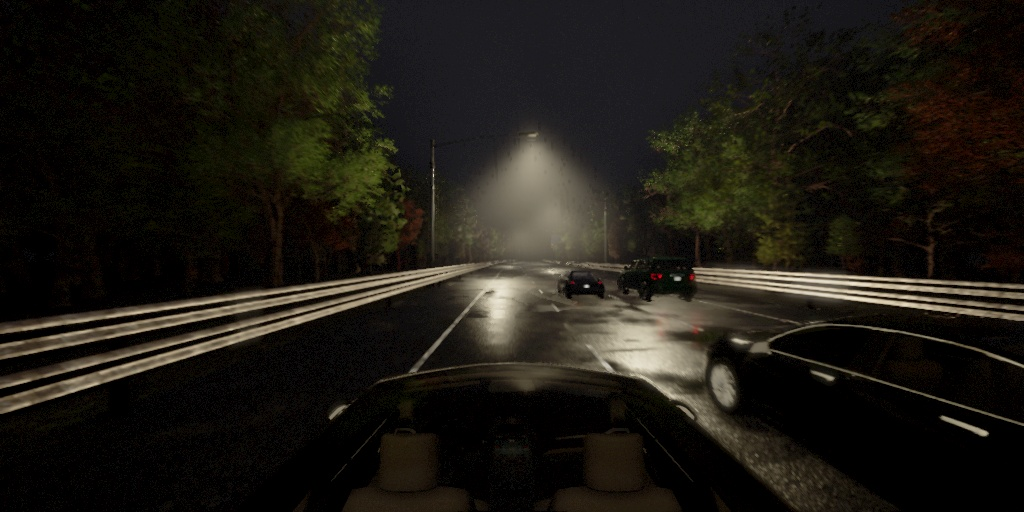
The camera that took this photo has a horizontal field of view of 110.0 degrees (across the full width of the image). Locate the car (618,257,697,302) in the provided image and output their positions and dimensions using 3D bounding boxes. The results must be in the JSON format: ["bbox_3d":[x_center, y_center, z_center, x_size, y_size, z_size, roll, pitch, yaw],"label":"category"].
[{"bbox_3d":[7.103,1.094,18.067,2.150,2.045,5.566,0,0,0],"label":"car"}]

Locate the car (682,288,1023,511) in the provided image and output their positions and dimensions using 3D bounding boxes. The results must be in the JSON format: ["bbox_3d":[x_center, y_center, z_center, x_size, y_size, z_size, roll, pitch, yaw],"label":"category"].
[{"bbox_3d":[3.600,1.265,3.116,1.837,1.490,4.892,0,0,0],"label":"car"}]

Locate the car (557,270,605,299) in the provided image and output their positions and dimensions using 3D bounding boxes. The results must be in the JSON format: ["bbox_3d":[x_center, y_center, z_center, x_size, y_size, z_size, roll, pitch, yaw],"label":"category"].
[{"bbox_3d":[3.605,1.446,19.313,1.994,1.385,4.181,0,0,0],"label":"car"}]
